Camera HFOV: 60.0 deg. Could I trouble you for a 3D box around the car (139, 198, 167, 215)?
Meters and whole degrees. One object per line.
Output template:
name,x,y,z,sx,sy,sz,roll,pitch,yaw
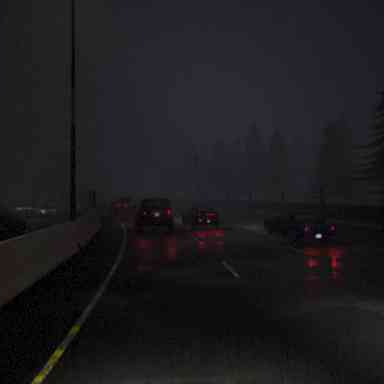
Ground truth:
car,-4.711,1.677,39.444,2.097,1.767,4.553,0,-1,-22

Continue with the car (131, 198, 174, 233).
car,-2.559,1.398,21.467,2.150,2.045,5.566,0,-1,-12

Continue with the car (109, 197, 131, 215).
car,-8.403,1.558,39.307,2.150,2.045,5.566,0,0,-23

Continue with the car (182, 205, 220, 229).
car,0.518,1.676,23.470,2.128,1.511,4.902,0,-1,-13

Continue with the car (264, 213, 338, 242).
car,5.386,1.724,17.303,1.895,1.301,4.718,0,0,-10
